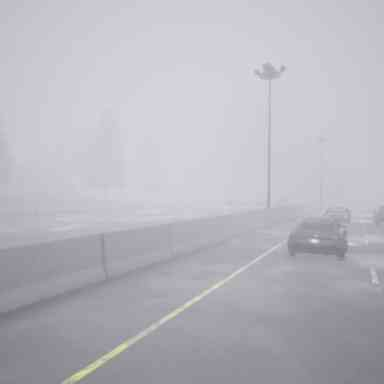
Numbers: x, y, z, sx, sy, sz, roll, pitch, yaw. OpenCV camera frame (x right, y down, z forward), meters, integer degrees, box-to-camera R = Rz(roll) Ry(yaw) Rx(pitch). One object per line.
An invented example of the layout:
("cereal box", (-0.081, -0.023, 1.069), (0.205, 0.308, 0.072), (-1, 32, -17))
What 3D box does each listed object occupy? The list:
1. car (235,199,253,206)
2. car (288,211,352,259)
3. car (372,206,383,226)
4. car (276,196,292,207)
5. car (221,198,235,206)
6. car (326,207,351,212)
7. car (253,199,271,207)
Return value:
("car", (10.312, 2.039, 63.423), (1.895, 1.301, 4.718), (0, 0, 27))
("car", (5.153, 1.684, 13.320), (1.994, 1.385, 4.181), (0, 0, 27))
("car", (14.990, 1.784, 25.344), (1.837, 1.490, 4.892), (0, 0, 27))
("car", (16.961, 1.710, 61.087), (2.150, 2.045, 5.566), (0, 0, 27))
("car", (7.168, 1.912, 64.959), (2.128, 1.511, 4.902), (0, 0, 27))
("car", (11.736, 1.855, 26.668), (1.895, 1.301, 4.718), (0, 0, 27))
("car", (13.456, 1.986, 61.902), (1.812, 1.442, 4.674), (0, 0, 27))
